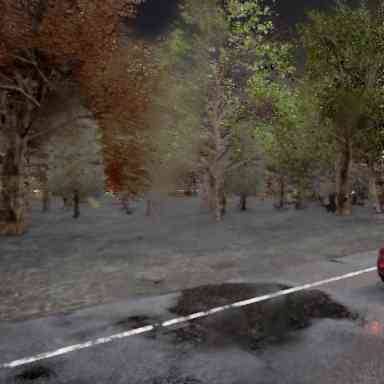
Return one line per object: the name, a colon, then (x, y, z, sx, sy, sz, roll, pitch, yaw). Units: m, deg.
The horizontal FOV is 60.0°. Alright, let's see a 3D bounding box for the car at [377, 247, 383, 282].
car: (6.407, 1.552, 8.321, 4.674, 1.442, 1.812, 0, 0, -35)
